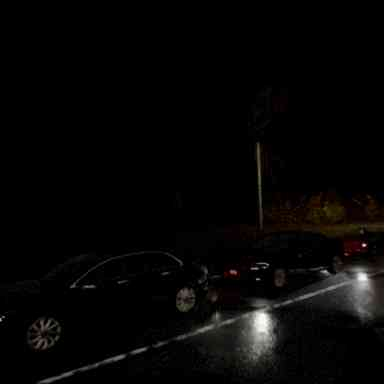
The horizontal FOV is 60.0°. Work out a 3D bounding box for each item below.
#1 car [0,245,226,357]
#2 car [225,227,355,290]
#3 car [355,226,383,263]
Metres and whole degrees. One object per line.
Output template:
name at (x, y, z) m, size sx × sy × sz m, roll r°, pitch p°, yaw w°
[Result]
car at (-1.775, 1.953, 6.963) m, size 4.892 × 1.490 × 1.837 m, roll 1°, pitch -4°, yaw -39°
car at (3.095, 2.001, 10.890) m, size 5.008 × 1.535 × 1.882 m, roll 1°, pitch -4°, yaw -39°
car at (7.841, 2.196, 14.702) m, size 4.718 × 1.301 × 1.895 m, roll 1°, pitch -4°, yaw -39°
